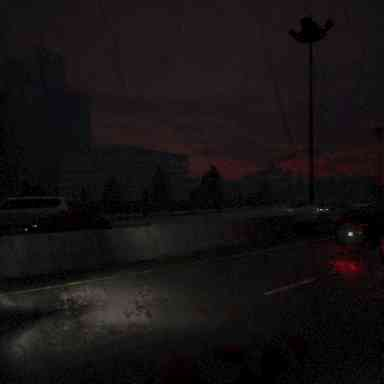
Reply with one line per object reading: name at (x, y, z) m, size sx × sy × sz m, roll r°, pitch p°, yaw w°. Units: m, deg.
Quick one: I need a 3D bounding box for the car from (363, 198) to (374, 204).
car at (39.922, 2.096, 75.088) m, size 1.994 × 1.385 × 4.181 m, roll 0°, pitch -1°, yaw 32°

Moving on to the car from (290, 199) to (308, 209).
car at (16.302, 1.817, 50.623) m, size 1.837 × 1.490 × 4.892 m, roll 0°, pitch 0°, yaw 32°

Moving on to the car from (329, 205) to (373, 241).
car at (8.646, 1.592, 16.277) m, size 1.837 × 1.490 × 4.892 m, roll 0°, pitch 0°, yaw 45°

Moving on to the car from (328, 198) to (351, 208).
car at (18.335, 1.754, 40.702) m, size 1.837 × 1.490 × 4.892 m, roll 0°, pitch -1°, yaw 32°

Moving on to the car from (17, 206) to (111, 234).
car at (-6.317, 1.617, 17.073) m, size 4.181 × 1.385 × 1.994 m, roll 0°, pitch 0°, yaw -40°

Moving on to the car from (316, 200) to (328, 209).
car at (19.961, 1.873, 49.868) m, size 1.994 × 1.385 × 4.181 m, roll 0°, pitch -1°, yaw 32°

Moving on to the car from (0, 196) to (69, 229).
car at (-9.659, 1.271, 18.789) m, size 5.566 × 2.045 × 2.150 m, roll 0°, pitch 0°, yaw -39°

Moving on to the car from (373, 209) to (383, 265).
car at (7.847, 1.410, 10.662) m, size 4.553 × 1.767 × 2.097 m, roll 0°, pitch 0°, yaw -43°
